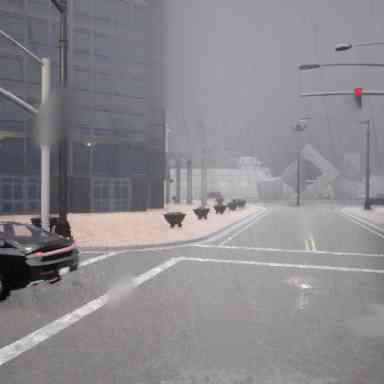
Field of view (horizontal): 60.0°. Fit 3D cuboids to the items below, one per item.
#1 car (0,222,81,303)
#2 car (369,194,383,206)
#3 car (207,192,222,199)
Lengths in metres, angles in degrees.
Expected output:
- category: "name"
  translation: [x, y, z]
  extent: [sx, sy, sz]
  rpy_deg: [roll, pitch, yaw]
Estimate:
- category: "car"
  translation: [-5.008, 1.458, 7.769]
  extent: [4.902, 1.511, 2.128]
  rpy_deg: [0, 0, 17]
- category: "car"
  translation: [29.974, 1.492, 52.584]
  extent: [4.181, 1.385, 1.994]
  rpy_deg: [0, 0, -10]
- category: "car"
  translation: [5.298, 0.891, 89.766]
  extent: [5.566, 2.045, 2.150]
  rpy_deg: [0, 0, -3]
